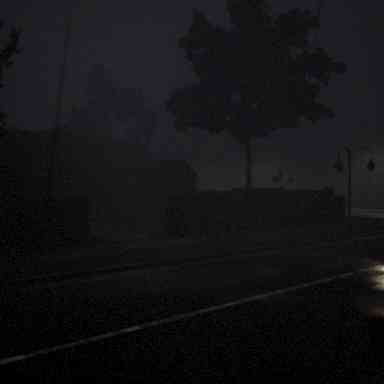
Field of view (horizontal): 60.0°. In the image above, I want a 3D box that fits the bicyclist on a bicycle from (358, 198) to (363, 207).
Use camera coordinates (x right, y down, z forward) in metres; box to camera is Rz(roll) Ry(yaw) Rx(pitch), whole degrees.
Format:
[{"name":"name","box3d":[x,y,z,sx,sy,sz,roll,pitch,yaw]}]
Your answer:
[{"name":"bicyclist on a bicycle","box3d":[27.882,1.720,55.147,1.656,1.620,0.582,-5,-7,-37]}]
